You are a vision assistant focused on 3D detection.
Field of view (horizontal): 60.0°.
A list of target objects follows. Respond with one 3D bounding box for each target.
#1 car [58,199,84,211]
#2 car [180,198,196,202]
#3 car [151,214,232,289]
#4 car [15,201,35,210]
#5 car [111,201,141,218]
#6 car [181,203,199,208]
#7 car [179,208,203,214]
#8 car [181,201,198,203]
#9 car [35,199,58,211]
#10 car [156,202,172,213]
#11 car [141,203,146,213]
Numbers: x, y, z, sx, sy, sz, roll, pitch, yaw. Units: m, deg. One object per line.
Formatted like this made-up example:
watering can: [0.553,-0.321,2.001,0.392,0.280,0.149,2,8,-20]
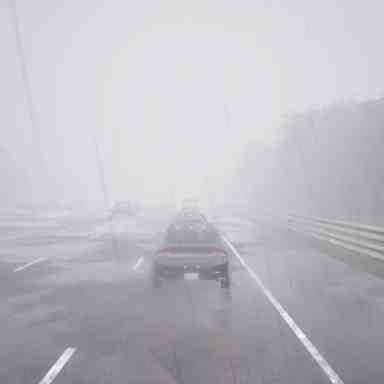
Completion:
car: [-18.188,1.916,50.856,2.097,1.767,4.553,0,-1,-2]
car: [-0.370,1.808,45.457,2.150,2.045,5.566,0,-1,-1]
car: [-0.016,1.587,9.410,2.128,1.511,4.902,0,-1,0]
car: [-25.185,1.996,50.865,1.994,1.385,4.181,1,-2,-2]
car: [-7.179,1.757,35.714,2.097,1.767,4.553,0,-1,-1]
car: [-0.160,1.887,28.322,2.033,1.411,5.357,0,-1,-1]
car: [-0.065,1.809,18.661,1.895,1.301,4.718,0,-1,0]
car: [-0.183,2.014,36.036,1.994,1.385,4.181,0,-1,-1]
car: [-21.695,1.900,51.155,2.097,1.767,4.553,0,-1,-1]
car: [-3.892,2.123,46.088,2.033,1.411,5.357,0,-1,-1]
car: [-7.365,2.139,44.871,1.895,1.301,4.718,0,-1,-1]
